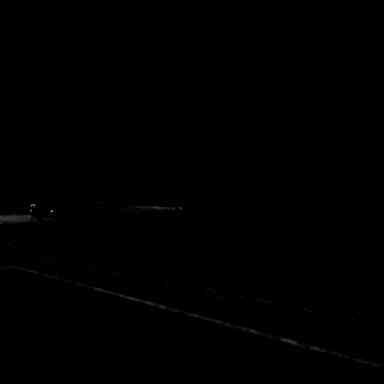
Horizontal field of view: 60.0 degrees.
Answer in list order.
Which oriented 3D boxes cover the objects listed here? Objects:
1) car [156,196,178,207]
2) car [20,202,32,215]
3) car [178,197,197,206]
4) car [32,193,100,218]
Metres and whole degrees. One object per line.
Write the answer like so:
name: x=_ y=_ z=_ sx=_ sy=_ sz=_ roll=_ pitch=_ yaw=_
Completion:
car: x=-3.210 y=1.383 z=48.148 sx=1.812 sy=1.442 sz=4.674 roll=0 pitch=0 yaw=33
car: x=-13.802 y=1.215 z=31.538 sx=2.097 sy=1.767 sz=4.553 roll=0 pitch=0 yaw=32
car: x=0.409 y=1.437 z=47.310 sx=1.994 sy=1.385 sz=4.181 roll=0 pitch=0 yaw=33
car: x=-10.835 y=1.099 z=29.681 sx=2.150 sy=2.045 sz=5.566 roll=0 pitch=0 yaw=32
